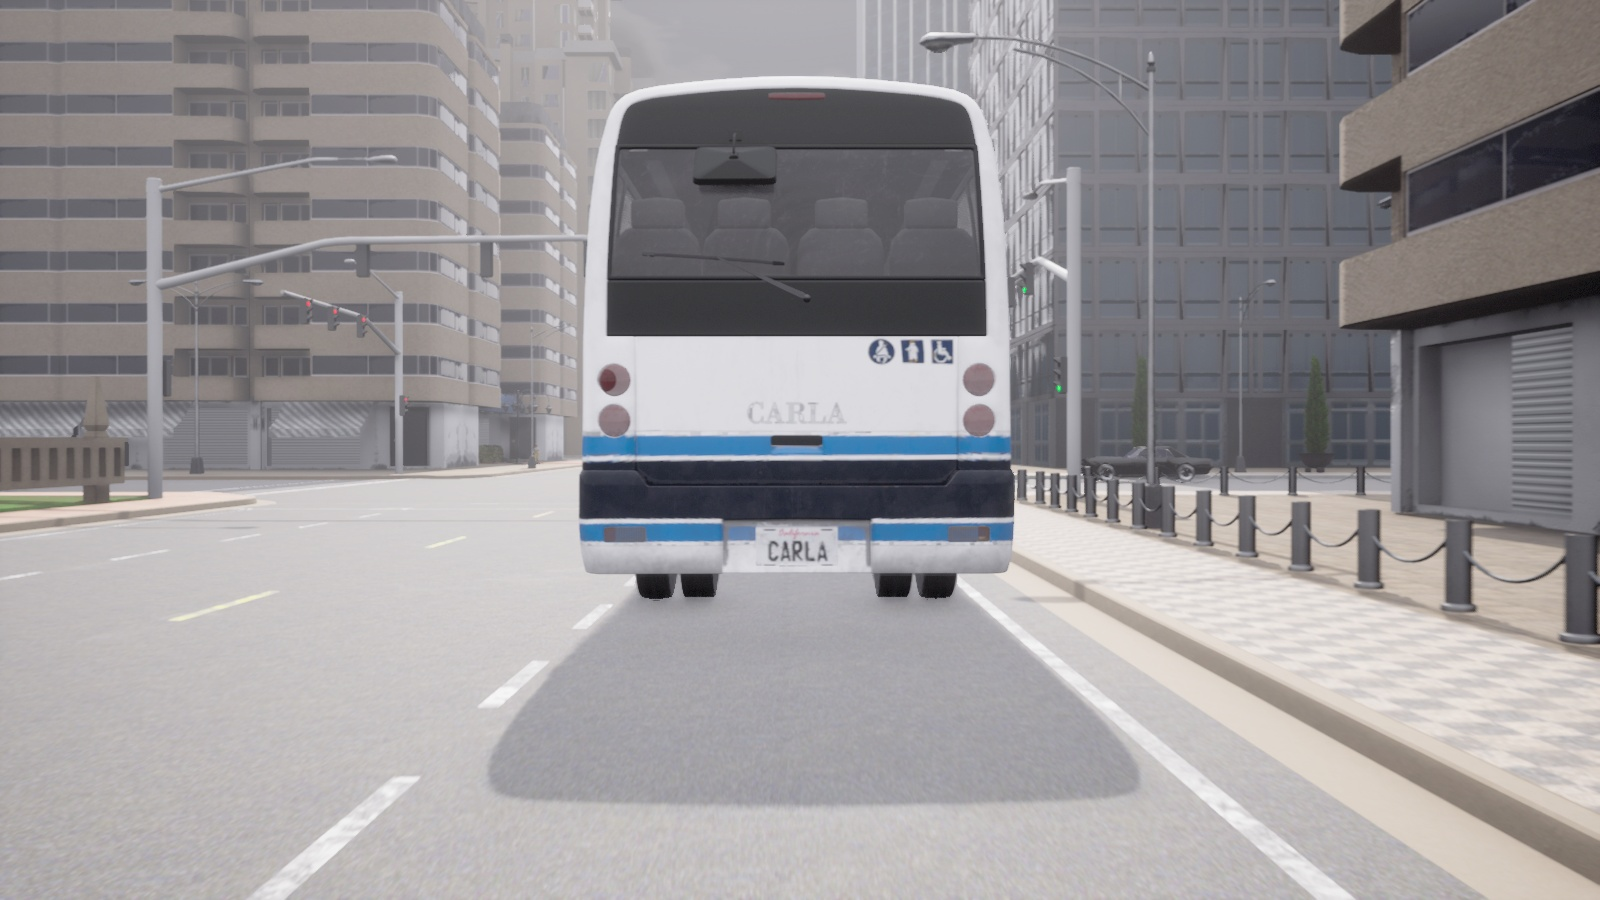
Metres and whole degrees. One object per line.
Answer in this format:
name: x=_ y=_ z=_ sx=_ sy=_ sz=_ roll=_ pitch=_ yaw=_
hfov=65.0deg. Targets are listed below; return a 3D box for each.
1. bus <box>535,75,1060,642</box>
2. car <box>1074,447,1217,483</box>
bus: x=-0.044 y=-0.712 z=14.580 sx=3.944 sy=4.253 sz=10.273 roll=0 pitch=0 yaw=0
car: x=12.660 y=0.541 z=46.210 sx=4.718 sy=1.301 sz=1.895 roll=0 pitch=0 yaw=0
